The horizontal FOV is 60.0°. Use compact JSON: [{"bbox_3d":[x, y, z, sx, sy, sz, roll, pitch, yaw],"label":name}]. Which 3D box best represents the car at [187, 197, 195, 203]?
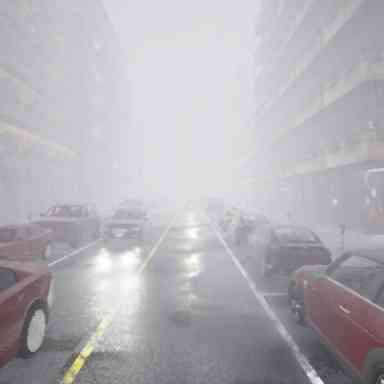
[{"bbox_3d":[-0.232,1.964,80.017,1.994,1.385,4.181,0,0,0],"label":"car"}]

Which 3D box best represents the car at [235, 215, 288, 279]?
[{"bbox_3d":[2.675,1.608,10.018,2.008,1.369,4.403,1,0,0],"label":"car"}]

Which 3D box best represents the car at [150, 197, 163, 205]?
[{"bbox_3d":[-5.820,1.893,49.001,1.947,1.339,4.313,1,0,0],"label":"car"}]

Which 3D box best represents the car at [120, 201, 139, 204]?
[{"bbox_3d":[-5.754,1.706,26.559,1.752,1.417,4.829,1,0,0],"label":"car"}]

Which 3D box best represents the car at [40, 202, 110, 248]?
[{"bbox_3d":[-5.719,1.426,15.596,2.192,1.841,5.009,1,0,0],"label":"car"}]

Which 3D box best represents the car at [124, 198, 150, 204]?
[{"bbox_3d":[-5.768,1.533,32.299,2.192,1.841,5.009,1,0,0],"label":"car"}]

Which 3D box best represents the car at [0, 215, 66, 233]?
[{"bbox_3d":[-5.705,1.621,10.026,1.887,1.381,4.507,1,0,0],"label":"car"}]

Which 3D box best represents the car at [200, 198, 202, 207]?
[{"bbox_3d":[2.560,1.859,48.992,2.008,1.369,4.403,1,0,0],"label":"car"}]

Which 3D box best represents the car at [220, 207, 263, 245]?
[{"bbox_3d":[2.659,1.643,15.585,2.008,1.369,4.403,1,0,0],"label":"car"}]

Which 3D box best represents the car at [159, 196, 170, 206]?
[{"bbox_3d":[-5.867,1.752,65.705,2.192,1.841,5.009,1,0,0],"label":"car"}]

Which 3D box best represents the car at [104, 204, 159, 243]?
[{"bbox_3d":[-3.130,1.603,16.774,2.128,1.511,4.902,0,0,0],"label":"car"}]

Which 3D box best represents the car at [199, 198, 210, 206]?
[{"bbox_3d":[2.511,1.970,65.695,2.008,1.369,4.403,1,0,0],"label":"car"}]

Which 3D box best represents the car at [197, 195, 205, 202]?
[{"bbox_3d":[2.431,1.921,93.536,2.192,1.841,5.009,1,0,0],"label":"car"}]

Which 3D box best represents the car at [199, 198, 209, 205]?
[{"bbox_3d":[2.494,2.022,71.263,1.947,1.339,4.313,1,0,0],"label":"car"}]

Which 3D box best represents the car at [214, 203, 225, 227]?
[{"bbox_3d":[2.643,1.654,21.323,1.752,1.417,4.829,1,0,0],"label":"car"}]

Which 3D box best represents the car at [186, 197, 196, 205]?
[{"bbox_3d":[-0.202,1.969,69.965,1.812,1.442,4.674,0,0,0],"label":"car"}]

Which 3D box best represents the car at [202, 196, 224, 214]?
[{"bbox_3d":[2.596,1.550,37.858,2.192,1.841,5.009,1,0,0],"label":"car"}]

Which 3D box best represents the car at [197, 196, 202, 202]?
[{"bbox_3d":[2.529,1.697,60.128,2.192,1.841,5.009,1,0,0],"label":"car"}]

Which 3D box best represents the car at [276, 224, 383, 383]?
[{"bbox_3d":[2.693,1.463,4.451,1.967,1.590,4.097,1,0,0],"label":"car"}]

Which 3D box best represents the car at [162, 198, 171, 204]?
[{"bbox_3d":[-5.903,2.094,76.839,1.802,1.307,4.206,1,0,0],"label":"car"}]

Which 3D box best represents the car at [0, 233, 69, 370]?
[{"bbox_3d":[-3.104,1.505,3.223,1.882,1.535,5.008,0,0,0],"label":"car"}]

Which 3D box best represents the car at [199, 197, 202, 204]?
[{"bbox_3d":[2.544,1.890,54.559,1.887,1.381,4.507,1,0,0],"label":"car"}]
